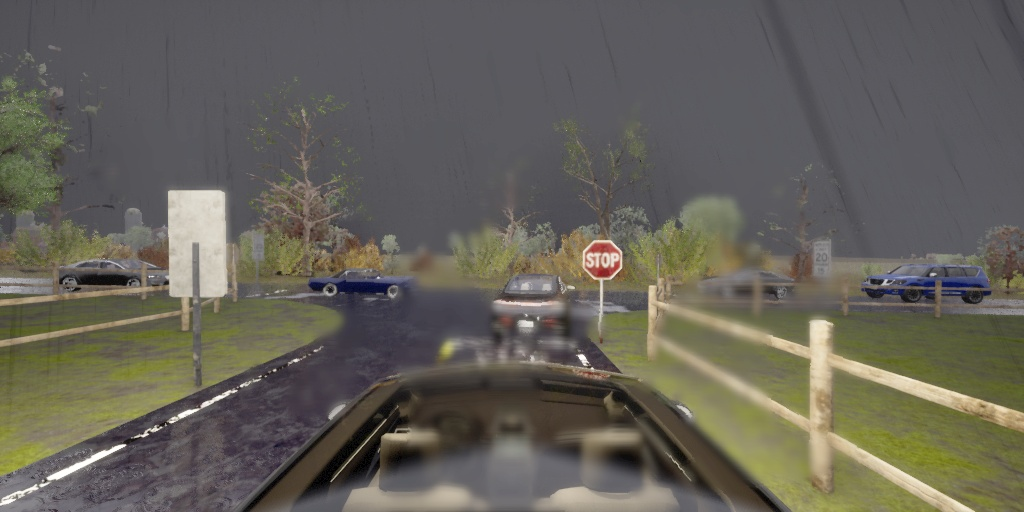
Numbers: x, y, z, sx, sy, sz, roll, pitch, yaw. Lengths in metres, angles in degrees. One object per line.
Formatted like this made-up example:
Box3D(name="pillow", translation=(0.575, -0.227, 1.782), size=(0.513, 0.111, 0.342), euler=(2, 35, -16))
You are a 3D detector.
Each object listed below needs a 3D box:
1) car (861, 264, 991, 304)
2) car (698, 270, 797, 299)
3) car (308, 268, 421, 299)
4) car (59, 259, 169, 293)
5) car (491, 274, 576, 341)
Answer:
Box3D(name="car", translation=(22.899, 1.466, 19.922), size=(5.566, 2.045, 2.150), euler=(1, 1, 0))
Box3D(name="car", translation=(13.003, 1.525, 19.932), size=(4.902, 1.511, 2.128), euler=(1, 1, 0))
Box3D(name="car", translation=(-6.823, 1.248, 17.004), size=(4.718, 1.301, 1.895), euler=(1, 1, 0))
Box3D(name="car", translation=(-18.490, 0.885, 17.020), size=(4.902, 1.511, 2.128), euler=(1, 1, 0))
Box3D(name="car", translation=(0.706, 1.240, 9.973), size=(2.128, 1.511, 4.902), euler=(0, 0, 9))
